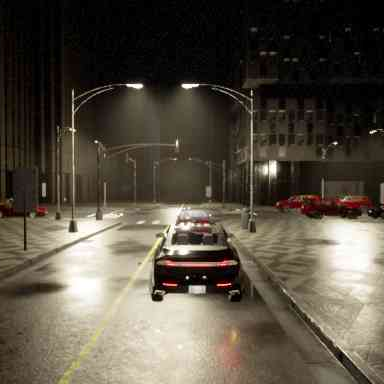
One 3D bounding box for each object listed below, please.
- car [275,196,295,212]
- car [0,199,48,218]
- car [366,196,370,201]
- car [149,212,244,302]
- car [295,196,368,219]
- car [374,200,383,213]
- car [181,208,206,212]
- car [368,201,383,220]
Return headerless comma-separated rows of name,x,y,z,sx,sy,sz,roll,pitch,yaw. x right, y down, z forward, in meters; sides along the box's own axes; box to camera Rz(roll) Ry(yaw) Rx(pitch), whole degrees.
car,12.055,1.325,37.676,5.009,1.841,2.192,0,1,0
car,-14.959,1.566,29.035,4.507,1.381,1.887,0,1,0
car,17.698,1.353,37.701,5.009,1.841,2.192,0,1,0
car,0.088,1.490,8.235,2.128,1.511,4.902,0,0,0
car,12.082,1.463,29.152,5.009,1.841,2.192,0,1,0
car,23.339,1.634,37.729,4.313,1.339,1.947,0,1,0
car,0.077,1.550,17.944,2.033,1.411,5.357,0,0,0
car,17.725,1.742,29.180,4.313,1.339,1.947,0,1,0
